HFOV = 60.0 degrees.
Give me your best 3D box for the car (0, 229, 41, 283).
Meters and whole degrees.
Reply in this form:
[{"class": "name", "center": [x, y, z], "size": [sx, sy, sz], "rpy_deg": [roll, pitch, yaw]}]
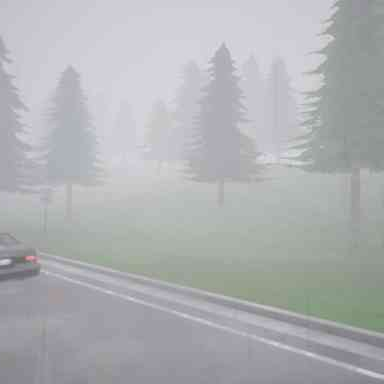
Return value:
[{"class": "car", "center": [-6.211, 1.675, 9.305], "size": [5.357, 1.411, 2.033], "rpy_deg": [0, -1, 41]}]
